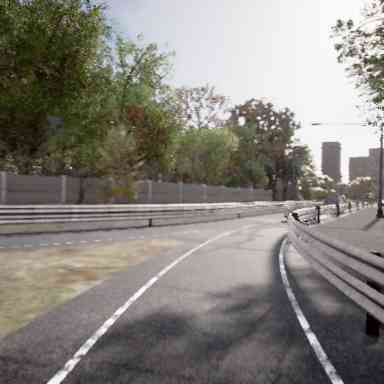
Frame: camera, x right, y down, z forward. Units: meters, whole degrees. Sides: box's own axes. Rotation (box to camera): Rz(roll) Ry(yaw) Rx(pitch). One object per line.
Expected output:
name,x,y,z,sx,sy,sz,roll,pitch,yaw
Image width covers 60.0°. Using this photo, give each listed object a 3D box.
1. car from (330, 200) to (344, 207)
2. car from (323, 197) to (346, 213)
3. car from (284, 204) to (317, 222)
car,29.278,2.364,67.240,1.895,1.301,4.718,1,-1,32
car,19.107,1.732,44.518,2.150,2.045,5.566,1,0,32
car,9.688,1.812,29.465,2.033,1.411,5.357,1,0,32
